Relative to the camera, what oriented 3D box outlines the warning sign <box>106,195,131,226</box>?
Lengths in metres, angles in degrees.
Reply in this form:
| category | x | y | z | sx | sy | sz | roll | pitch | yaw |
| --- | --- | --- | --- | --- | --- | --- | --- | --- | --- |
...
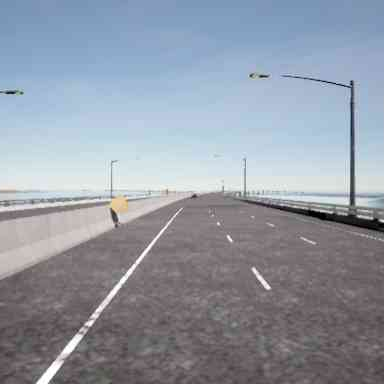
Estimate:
| category | x | y | z | sx | sy | sz | roll | pitch | yaw |
| --- | --- | --- | --- | --- | --- | --- | --- | --- | --- |
| warning sign | -4.478 | 1.097 | 20.457 | 1.300 | 1.860 | 1.060 | 0 | 0 | 0 |
